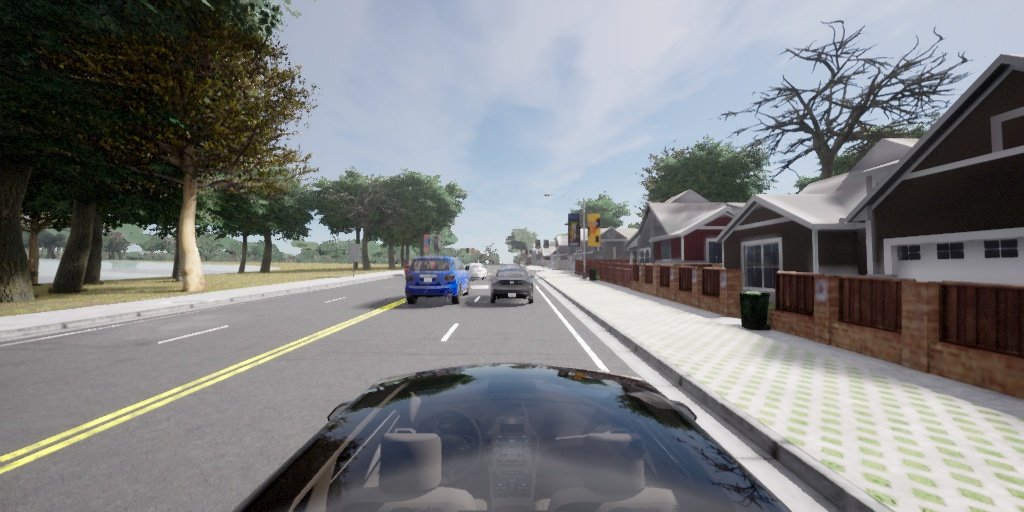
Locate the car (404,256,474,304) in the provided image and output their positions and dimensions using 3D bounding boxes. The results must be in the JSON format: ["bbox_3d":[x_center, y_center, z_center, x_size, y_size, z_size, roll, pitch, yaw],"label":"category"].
[{"bbox_3d":[-3.250,1.031,16.545,2.150,2.045,5.566,0,0,0],"label":"car"}]

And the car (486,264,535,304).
[{"bbox_3d":[0.000,1.290,16.512,1.837,1.490,4.892,0,0,0],"label":"car"}]

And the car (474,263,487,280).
[{"bbox_3d":[-3.250,1.350,31.523,1.812,1.442,4.674,0,0,0],"label":"car"}]
